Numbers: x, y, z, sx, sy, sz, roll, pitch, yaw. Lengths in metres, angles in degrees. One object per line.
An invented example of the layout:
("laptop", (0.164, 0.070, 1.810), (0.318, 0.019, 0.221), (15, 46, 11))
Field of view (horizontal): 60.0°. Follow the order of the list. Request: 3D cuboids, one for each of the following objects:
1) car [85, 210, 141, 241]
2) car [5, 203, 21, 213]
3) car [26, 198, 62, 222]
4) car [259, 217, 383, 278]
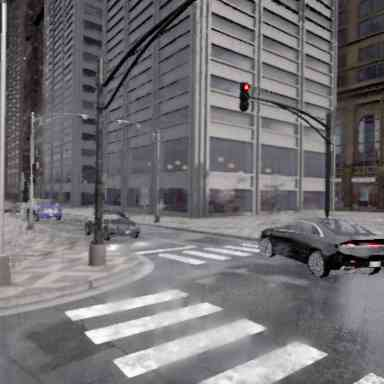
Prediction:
("car", (-4.561, 1.765, 18.563), (1.812, 1.442, 4.674), (1, -1, -36))
("car", (-25.141, 2.193, 46.140), (2.033, 1.411, 5.357), (1, -1, -37))
("car", (-13.803, 1.621, 30.890), (2.150, 2.045, 5.566), (1, -1, -37))
("car", (3.815, 1.537, 10.401), (2.128, 1.511, 4.902), (1, 0, -15))
